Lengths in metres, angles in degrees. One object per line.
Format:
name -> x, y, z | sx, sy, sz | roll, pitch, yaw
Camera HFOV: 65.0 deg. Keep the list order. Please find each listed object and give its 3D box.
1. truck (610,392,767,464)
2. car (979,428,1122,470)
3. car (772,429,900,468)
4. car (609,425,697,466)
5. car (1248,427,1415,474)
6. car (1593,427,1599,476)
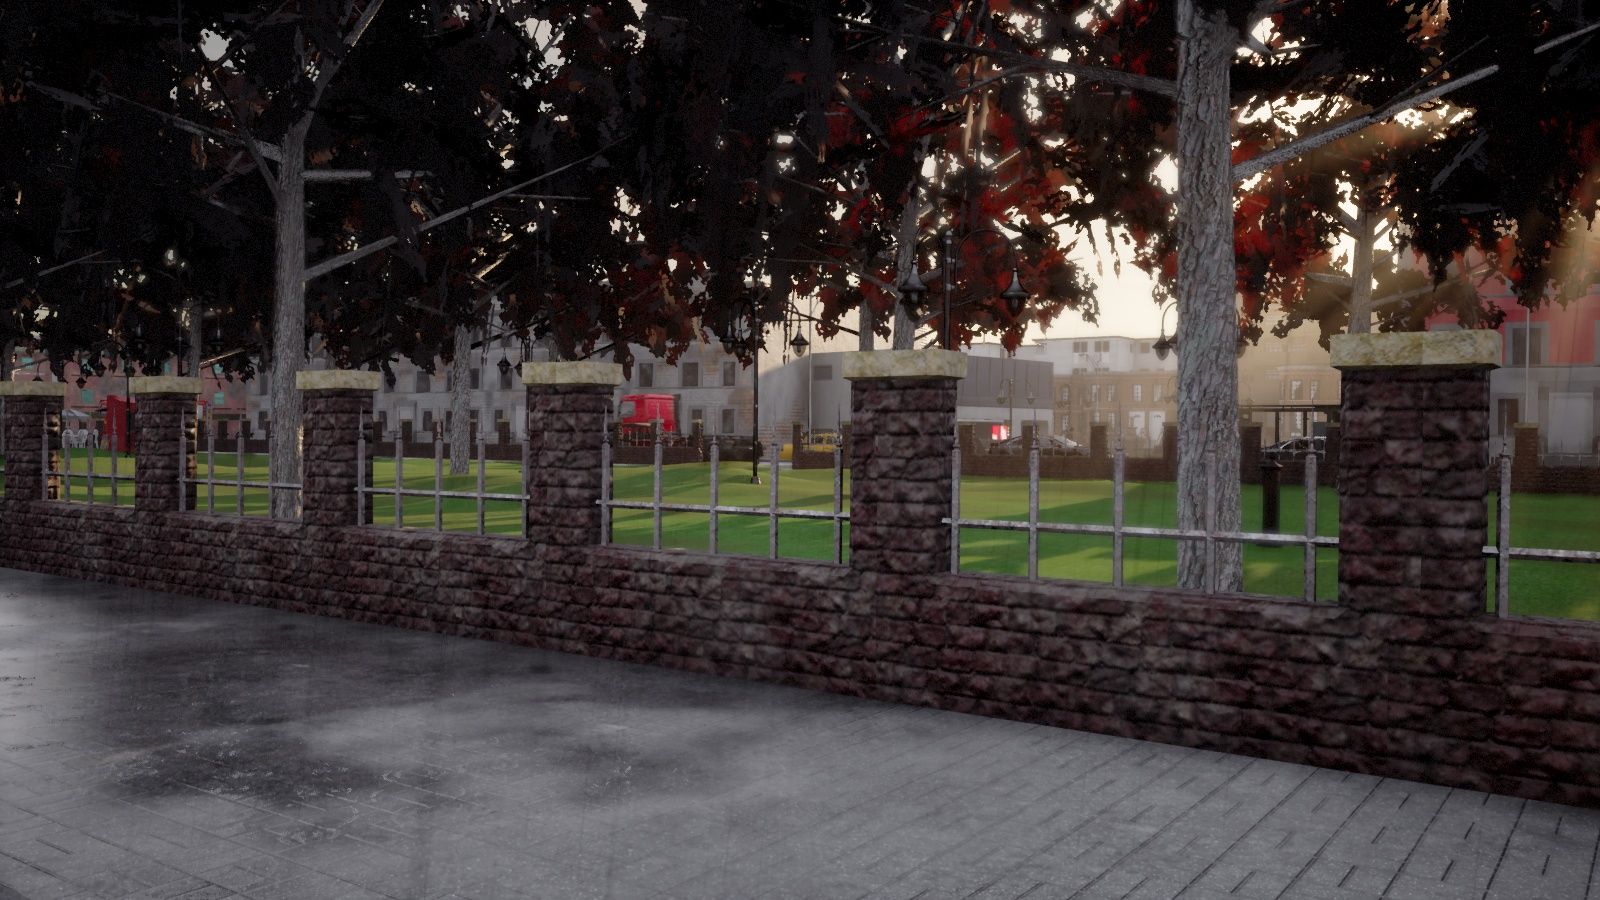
truck -> -5.721, -1.068, 63.630 | 7.936, 3.462, 2.891 | 0, 1, 35
car -> 9.554, -0.055, 48.021 | 4.902, 1.511, 2.128 | 0, 1, 35
car -> 1.503, -0.075, 53.684 | 5.366, 1.575, 1.801 | 0, 1, 35
car -> -7.004, -0.223, 59.661 | 3.866, 1.878, 1.905 | 0, 1, 35
car -> 17.818, -0.001, 42.210 | 4.892, 1.490, 1.837 | 0, 1, 35
car -> 25.908, 0.024, 36.535 | 4.674, 1.442, 1.812 | 0, 1, 36
